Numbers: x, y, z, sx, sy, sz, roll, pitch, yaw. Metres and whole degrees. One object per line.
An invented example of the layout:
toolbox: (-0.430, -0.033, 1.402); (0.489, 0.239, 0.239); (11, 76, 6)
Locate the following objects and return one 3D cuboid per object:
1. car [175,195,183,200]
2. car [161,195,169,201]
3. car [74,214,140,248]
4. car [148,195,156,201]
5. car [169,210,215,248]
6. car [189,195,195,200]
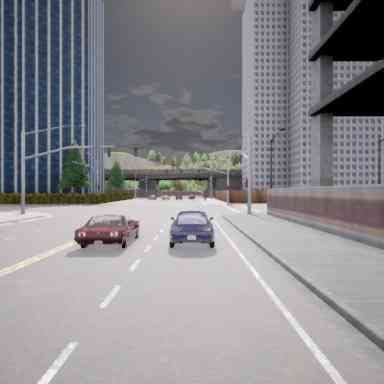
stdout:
car: (-3.500, 1.500, 91.095); (1.812, 1.442, 4.674); (0, 0, 0)
car: (-7.000, 1.470, 87.745); (1.882, 1.535, 5.008); (0, 0, 0)
car: (-3.500, 1.614, 14.680); (1.895, 1.301, 4.718); (0, 0, 0)
car: (-10.500, 1.518, 87.745); (2.128, 1.511, 4.902); (0, 0, 0)
car: (0.000, 1.531, 14.650); (1.812, 1.442, 4.674); (0, 0, 0)
car: (0.000, 1.476, 91.094); (1.837, 1.490, 4.892); (0, 0, 0)
